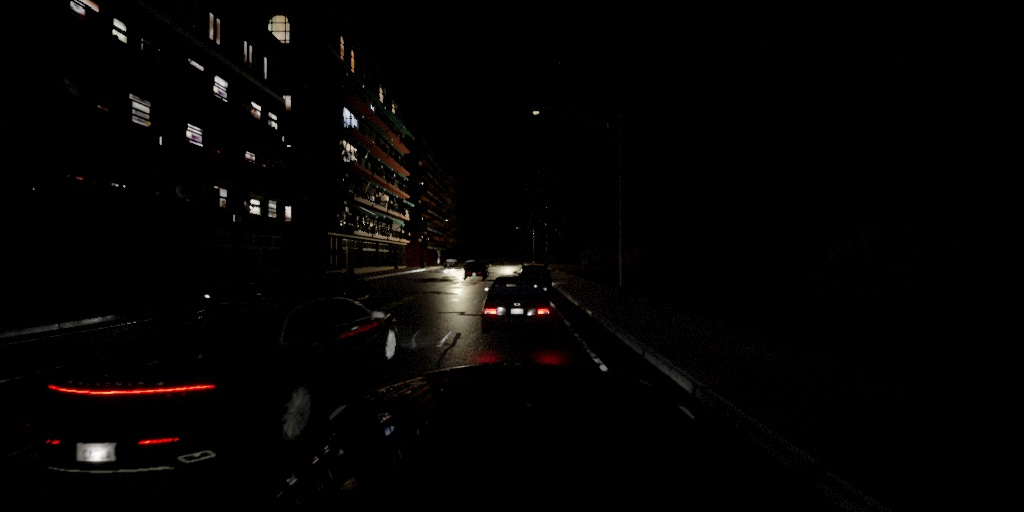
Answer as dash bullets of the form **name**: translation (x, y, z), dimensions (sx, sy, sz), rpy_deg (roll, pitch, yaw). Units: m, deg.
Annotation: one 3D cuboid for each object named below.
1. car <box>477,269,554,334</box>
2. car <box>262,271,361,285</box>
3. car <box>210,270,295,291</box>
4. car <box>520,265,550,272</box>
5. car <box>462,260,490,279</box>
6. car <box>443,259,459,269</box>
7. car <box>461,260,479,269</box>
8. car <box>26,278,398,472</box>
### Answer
- **car**: translation (0.116, 1.297, 10.608), dimensions (2.033, 1.411, 5.357), rpy_deg (0, 0, 0)
- **car**: translation (-6.580, 1.313, 13.091), dimensions (1.994, 1.385, 4.181), rpy_deg (0, 0, 0)
- **car**: translation (-9.828, 1.296, 14.909), dimensions (2.033, 1.411, 5.357), rpy_deg (0, 0, 0)
- **car**: translation (1.169, 1.253, 20.296), dimensions (1.837, 1.490, 4.892), rpy_deg (0, 0, 0)
- **car**: translation (-3.098, 1.249, 31.769), dimensions (1.837, 1.490, 4.892), rpy_deg (0, 0, 0)
- **car**: translation (-9.738, 1.229, 57.368), dimensions (2.128, 1.511, 4.902), rpy_deg (0, 0, 0)
- **car**: translation (-6.497, 1.286, 55.885), dimensions (2.033, 1.411, 5.357), rpy_deg (0, 0, 0)
- **car**: translation (-3.148, 1.253, 5.144), dimensions (1.837, 1.490, 4.892), rpy_deg (0, 0, 0)
